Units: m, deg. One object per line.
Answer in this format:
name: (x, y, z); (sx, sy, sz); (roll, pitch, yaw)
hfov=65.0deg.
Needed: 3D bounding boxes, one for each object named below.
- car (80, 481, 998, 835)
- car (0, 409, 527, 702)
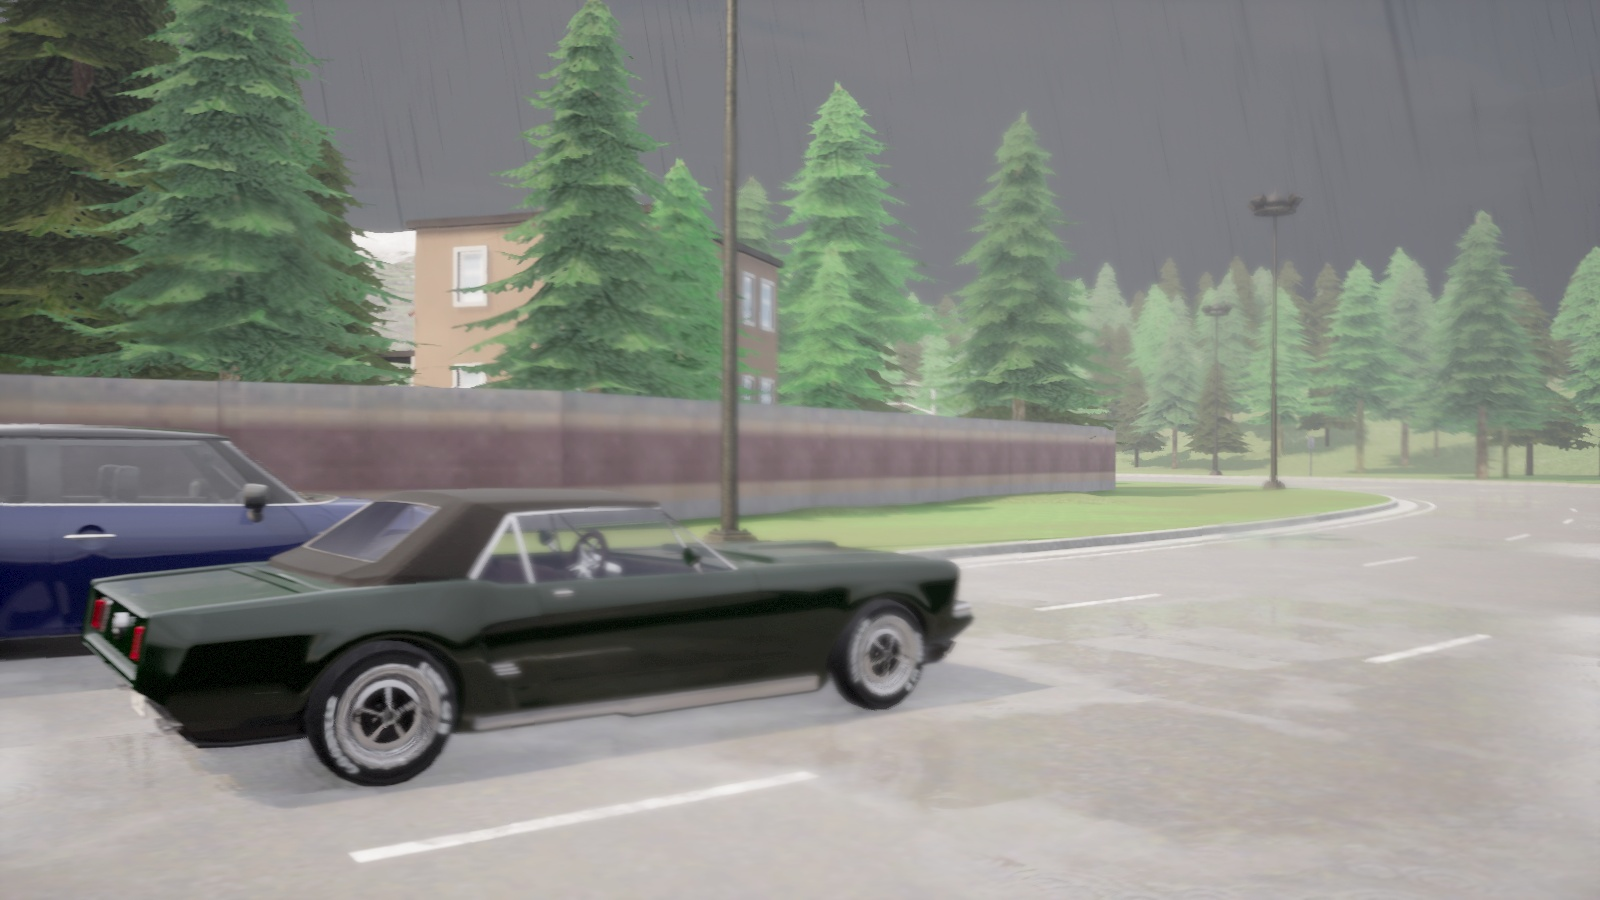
car: (-1.248, 0.873, 7.100); (4.718, 1.301, 1.895); (0, 0, -36)
car: (-4.529, 0.640, 9.059); (4.553, 1.767, 2.097); (0, 0, -35)
